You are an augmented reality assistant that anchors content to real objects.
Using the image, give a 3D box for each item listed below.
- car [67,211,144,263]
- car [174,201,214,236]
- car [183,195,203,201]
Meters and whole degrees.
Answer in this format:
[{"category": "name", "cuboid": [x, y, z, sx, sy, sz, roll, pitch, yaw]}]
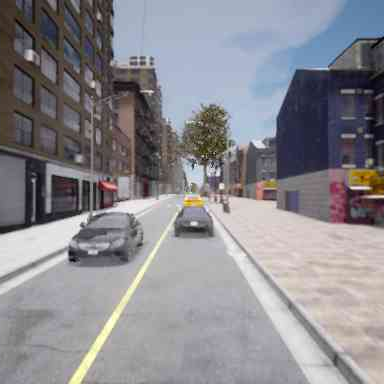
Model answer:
[{"category": "car", "cuboid": [-2.844, 1.448, 11.887, 1.812, 1.442, 4.674, 0, 1, 0]}, {"category": "car", "cuboid": [0.103, 1.411, 17.504, 1.994, 1.385, 4.181, 0, 1, 0]}, {"category": "car", "cuboid": [0.110, 1.068, 34.497, 1.882, 1.535, 5.008, 0, 1, -1]}]
